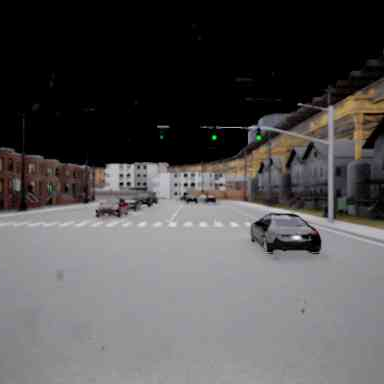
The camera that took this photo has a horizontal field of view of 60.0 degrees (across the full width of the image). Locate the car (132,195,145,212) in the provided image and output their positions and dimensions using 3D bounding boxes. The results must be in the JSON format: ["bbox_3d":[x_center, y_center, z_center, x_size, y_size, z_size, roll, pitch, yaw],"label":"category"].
[{"bbox_3d":[-7.064,1.448,38.628,1.812,1.442,4.674,0,0,0],"label":"car"}]

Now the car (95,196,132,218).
[{"bbox_3d":[-7.094,1.292,29.829,2.097,1.767,4.553,0,0,0],"label":"car"}]

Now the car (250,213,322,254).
[{"bbox_3d":[3.596,1.536,13.437,1.994,1.385,4.181,0,0,0],"label":"car"}]

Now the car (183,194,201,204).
[{"bbox_3d":[-0.035,1.227,61.961,2.097,1.767,4.553,0,0,-3],"label":"car"}]

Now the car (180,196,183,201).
[{"bbox_3d":[-1.200,1.267,72.082,2.033,1.411,5.357,0,0,-17],"label":"car"}]

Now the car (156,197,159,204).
[{"bbox_3d":[-7.019,1.428,59.369,2.033,1.411,5.357,0,0,0],"label":"car"}]

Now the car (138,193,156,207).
[{"bbox_3d":[-7.014,1.123,48.862,2.150,2.045,5.566,0,0,0],"label":"car"}]

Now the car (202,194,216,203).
[{"bbox_3d":[3.454,1.351,62.851,1.882,1.535,5.008,0,0,-3],"label":"car"}]
